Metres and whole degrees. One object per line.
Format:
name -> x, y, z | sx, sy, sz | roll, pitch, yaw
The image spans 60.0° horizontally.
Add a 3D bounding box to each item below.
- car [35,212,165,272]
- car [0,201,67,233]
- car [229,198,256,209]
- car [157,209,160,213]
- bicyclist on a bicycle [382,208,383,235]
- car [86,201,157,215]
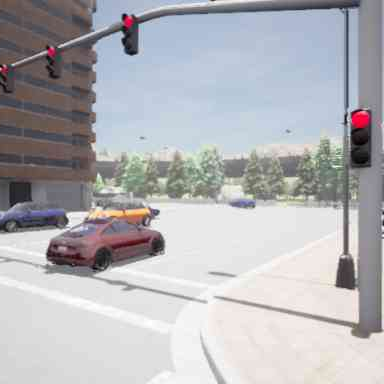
car -> -2.686, 1.595, 11.203 | 1.994, 1.385, 4.181 | 0, 0, 29
car -> -9.909, 1.388, 20.045 | 2.097, 1.767, 4.553 | 0, 0, 36
car -> 7.292, 1.634, 48.905 | 1.882, 1.535, 5.008 | 0, 0, -27
car -> -4.801, 1.680, 27.441 | 1.895, 1.301, 4.718 | 0, 0, 34
bicyclist on a bicycle -> 8.857, 1.389, 15.610 | 1.656, 1.620, 0.582 | 0, 0, 34
car -> -4.722, 1.411, 21.356 | 2.097, 1.767, 4.553 | 0, 0, 34
